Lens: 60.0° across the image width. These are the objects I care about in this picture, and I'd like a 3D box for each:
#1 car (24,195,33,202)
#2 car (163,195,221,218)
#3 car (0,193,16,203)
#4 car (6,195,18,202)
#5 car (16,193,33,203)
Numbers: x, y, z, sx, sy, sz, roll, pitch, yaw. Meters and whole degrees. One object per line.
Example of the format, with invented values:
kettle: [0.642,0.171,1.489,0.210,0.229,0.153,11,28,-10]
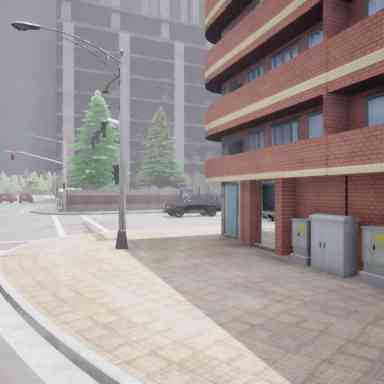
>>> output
car: [-38.892,1.524,79.102,1.812,1.442,4.674,0,0,-23]
car: [0.088,1.277,31.288,5.566,2.045,2.150,0,0,-23]
car: [-38.107,1.225,68.331,2.150,2.045,5.566,0,0,-23]
car: [-42.276,1.540,78.114,2.033,1.411,5.357,0,0,-23]
car: [-34.743,1.225,69.363,2.150,2.045,5.566,0,0,-23]
